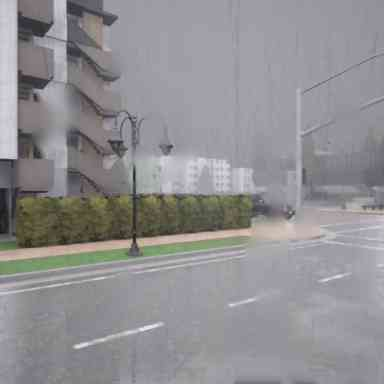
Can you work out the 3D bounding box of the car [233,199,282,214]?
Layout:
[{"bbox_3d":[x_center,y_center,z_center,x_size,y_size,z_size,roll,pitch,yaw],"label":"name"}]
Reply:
[{"bbox_3d":[7.197,1.535,37.048,2.033,1.411,5.357,0,0,-37],"label":"car"}]

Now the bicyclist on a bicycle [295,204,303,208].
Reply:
[{"bbox_3d":[13.385,1.284,41.654,1.656,1.620,0.582,0,0,-39],"label":"bicyclist on a bicycle"}]

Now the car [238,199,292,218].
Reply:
[{"bbox_3d":[6.845,1.466,31.620,1.882,1.535,5.008,0,0,-37],"label":"car"}]

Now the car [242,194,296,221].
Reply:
[{"bbox_3d":[5.740,1.212,27.303,2.150,2.045,5.566,0,0,-38],"label":"car"}]
